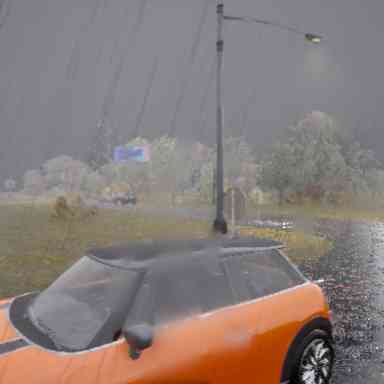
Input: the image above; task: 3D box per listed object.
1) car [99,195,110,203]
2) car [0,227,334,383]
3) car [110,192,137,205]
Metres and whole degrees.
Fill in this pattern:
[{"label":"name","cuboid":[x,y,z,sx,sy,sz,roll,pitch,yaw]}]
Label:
[{"label":"car","cuboid":[-15.656,1.278,61.314,2.128,1.511,4.902,0,0,-34]},{"label":"car","cuboid":[-0.583,1.346,3.463,4.553,1.767,2.097,0,0,-35]},{"label":"car","cuboid":[-10.885,1.024,54.170,2.150,2.045,5.566,0,0,-33]}]
